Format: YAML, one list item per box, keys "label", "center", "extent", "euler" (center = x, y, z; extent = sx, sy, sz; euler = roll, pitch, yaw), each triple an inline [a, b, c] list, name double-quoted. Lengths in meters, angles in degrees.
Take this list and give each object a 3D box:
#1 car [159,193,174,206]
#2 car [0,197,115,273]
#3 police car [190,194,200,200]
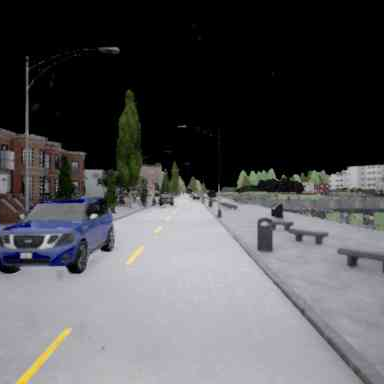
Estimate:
- label: "car"
  center: [-4.066, 1.230, 53.712]
  extent: [2.150, 2.045, 5.566]
  euler: [0, 0, 1]
- label: "car"
  center: [-4.103, 1.223, 10.989]
  extent: [2.150, 2.045, 5.566]
  euler: [0, 0, 0]
- label: "police car"
  center: [1.161, 1.442, 90.859]
  extent: [1.930, 1.638, 5.238]
  euler: [0, 0, 0]
